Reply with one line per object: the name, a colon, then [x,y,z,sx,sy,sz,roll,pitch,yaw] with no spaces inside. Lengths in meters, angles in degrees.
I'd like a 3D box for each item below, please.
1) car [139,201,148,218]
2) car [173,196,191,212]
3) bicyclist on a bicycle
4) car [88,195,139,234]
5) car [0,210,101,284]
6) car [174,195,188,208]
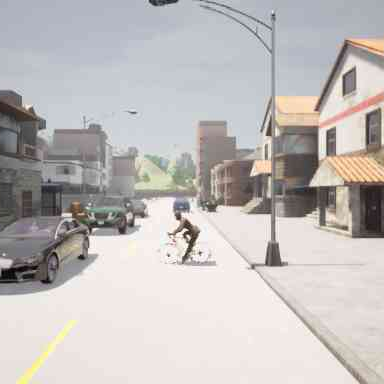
car: [-5.049,1.524,29.944,1.812,1.442,4.674,0,0,-2]
car: [-1.190,1.476,38.047,1.882,1.535,5.008,0,0,-2]
bicyclist on a bicycle: [-0.246,1.440,10.251,1.656,1.620,0.582,-2,0,-2]
car: [-4.722,1.221,19.655,2.150,2.045,5.566,0,0,-2]
car: [-4.379,1.491,9.643,2.128,1.511,4.902,0,0,-2]
car: [-1.614,1.349,49.695,2.097,1.767,4.553,0,0,-1]
